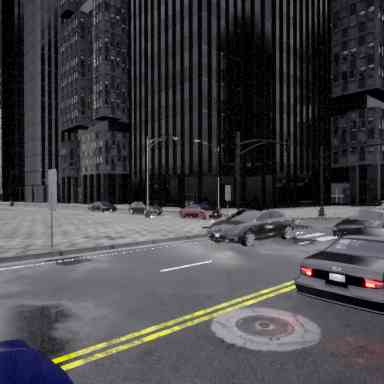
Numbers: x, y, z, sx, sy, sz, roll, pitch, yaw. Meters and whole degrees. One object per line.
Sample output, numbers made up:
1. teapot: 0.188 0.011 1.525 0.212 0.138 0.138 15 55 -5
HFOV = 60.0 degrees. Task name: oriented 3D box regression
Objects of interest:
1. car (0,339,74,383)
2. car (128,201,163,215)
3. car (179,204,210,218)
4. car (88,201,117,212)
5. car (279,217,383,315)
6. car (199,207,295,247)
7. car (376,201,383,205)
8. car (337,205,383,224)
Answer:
1. car: -2.676 1.601 1.154 4.718 1.301 1.895 0 0 -42
2. car: -5.151 1.781 36.486 1.837 1.490 4.892 0 0 -42
3. car: 0.697 1.750 29.944 1.994 1.385 4.181 0 0 -43
4. car: -11.945 1.929 44.087 2.033 1.411 5.357 0 0 -42
5. car: 4.412 1.547 7.508 5.357 1.411 2.033 0 0 -42
6. car: 2.820 1.504 15.083 4.892 1.490 1.837 0 0 -42
7. car: 16.422 1.485 27.721 5.008 1.535 1.882 0 0 -37
8. car: 8.712 1.549 15.995 5.357 1.411 2.033 0 0 -42
